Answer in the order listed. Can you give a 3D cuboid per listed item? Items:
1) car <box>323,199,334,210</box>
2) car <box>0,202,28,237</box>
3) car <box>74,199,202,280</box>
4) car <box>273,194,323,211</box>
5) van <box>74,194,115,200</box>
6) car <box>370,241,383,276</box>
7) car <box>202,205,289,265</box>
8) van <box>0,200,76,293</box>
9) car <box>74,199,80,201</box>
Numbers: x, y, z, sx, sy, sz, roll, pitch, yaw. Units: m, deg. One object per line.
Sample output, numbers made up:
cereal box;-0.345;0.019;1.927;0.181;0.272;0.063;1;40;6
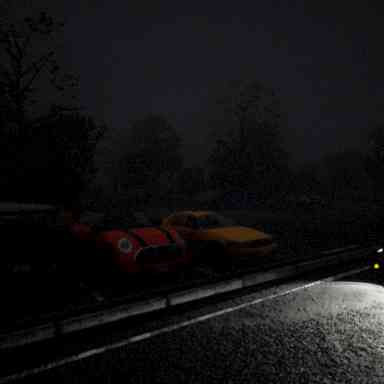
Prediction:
car;12.982;0.992;36.007;2.185;1.767;4.553;0;0;-36
car;-10.892;1.437;18.818;1.946;1.575;5.366;-2;1;-36
car;-2.051;1.255;9.890;2.185;1.767;4.553;-1;1;-36
car;10.446;1.168;34.103;2.002;1.452;4.674;0;0;-36
van;-6.310;1.099;21.783;1.878;1.987;4.442;-1;1;-36
car;6.241;1.353;8.192;4.181;1.385;1.994;-1;1;-36
car;0.436;1.320;11.435;1.946;1.575;5.366;-1;1;-36
van;-4.556;1.228;8.169;1.878;1.987;4.442;-2;1;-36
car;-8.742;1.378;20.384;1.946;1.575;5.366;-1;1;-36
